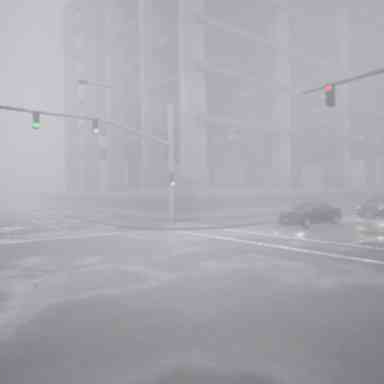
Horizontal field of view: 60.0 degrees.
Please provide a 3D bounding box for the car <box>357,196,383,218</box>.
[{"bbox_3d":[15.355,1.131,26.955,4.553,1.767,2.097,-1,0,-36],"label":"car"}]

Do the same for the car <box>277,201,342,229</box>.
[{"bbox_3d":[7.538,1.373,21.242,5.008,1.535,1.882,-1,0,-36],"label":"car"}]
